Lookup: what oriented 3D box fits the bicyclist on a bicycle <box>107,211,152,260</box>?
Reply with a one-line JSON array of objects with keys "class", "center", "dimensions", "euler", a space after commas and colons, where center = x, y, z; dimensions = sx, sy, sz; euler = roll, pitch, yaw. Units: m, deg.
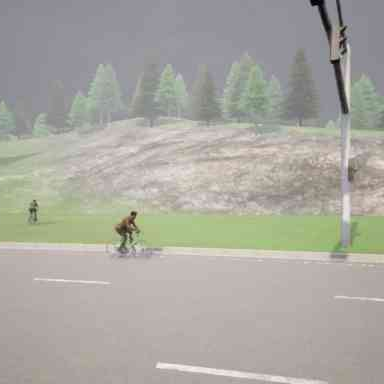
[{"class": "bicyclist on a bicycle", "center": [-2.089, 1.453, 11.054], "dimensions": [1.656, 1.620, 0.582], "euler": [1, 0, 15]}]

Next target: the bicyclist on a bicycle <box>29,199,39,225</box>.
[{"class": "bicyclist on a bicycle", "center": [-10.310, 1.304, 21.661], "dimensions": [0.582, 1.620, 1.656], "euler": [0, -1, -7]}]
